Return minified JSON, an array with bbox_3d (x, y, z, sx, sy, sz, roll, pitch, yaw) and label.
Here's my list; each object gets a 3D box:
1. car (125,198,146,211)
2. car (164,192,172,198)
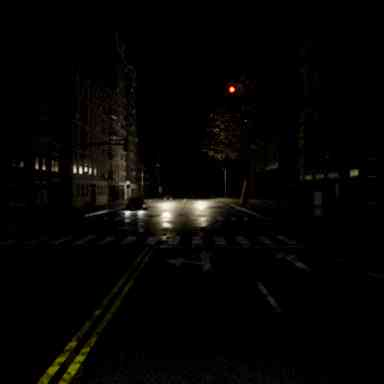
[{"bbox_3d":[-6.493,1.423,38.841,1.812,1.442,4.674,0,1,0],"label":"car"},{"bbox_3d":[-6.501,0.804,90.863,2.097,1.767,4.553,0,0,0],"label":"car"}]
